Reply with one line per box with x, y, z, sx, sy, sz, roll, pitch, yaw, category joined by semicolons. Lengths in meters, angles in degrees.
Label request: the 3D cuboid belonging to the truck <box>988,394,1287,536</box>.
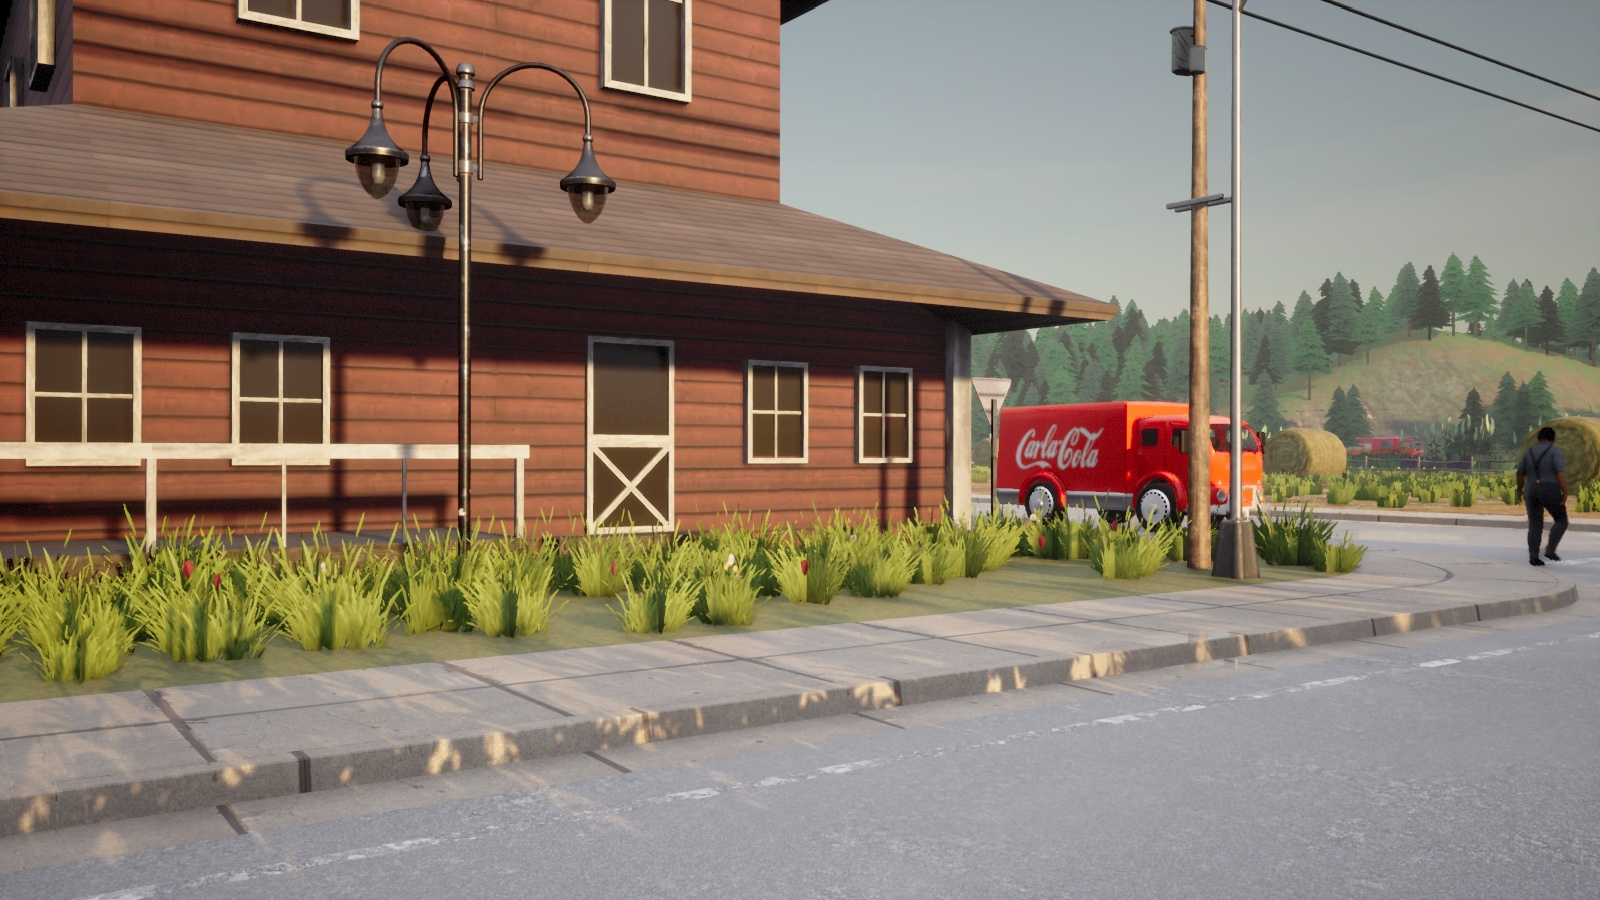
6.493;0.282;24.770;2.627;2.467;5.204;0;0;-36;truck

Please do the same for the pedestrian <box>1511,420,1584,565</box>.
9.763;0.539;16.406;0.694;1.848;0.540;0;0;-31;pedestrian
